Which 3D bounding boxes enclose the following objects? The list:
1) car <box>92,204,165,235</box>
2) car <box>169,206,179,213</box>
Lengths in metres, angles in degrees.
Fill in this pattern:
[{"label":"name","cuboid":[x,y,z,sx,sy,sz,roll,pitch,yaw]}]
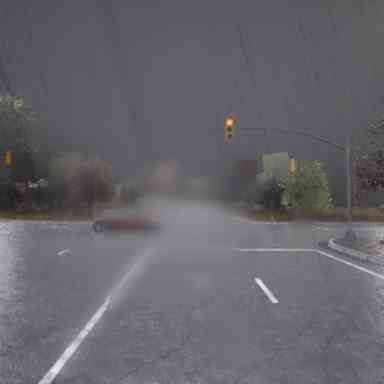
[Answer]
[{"label":"car","cuboid":[-4.111,1.873,21.998,4.553,1.767,2.097,0,-3,3]},{"label":"car","cuboid":[-3.517,3.415,66.136,2.033,1.411,5.357,0,0,0]}]
